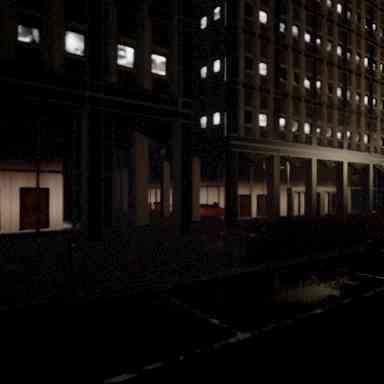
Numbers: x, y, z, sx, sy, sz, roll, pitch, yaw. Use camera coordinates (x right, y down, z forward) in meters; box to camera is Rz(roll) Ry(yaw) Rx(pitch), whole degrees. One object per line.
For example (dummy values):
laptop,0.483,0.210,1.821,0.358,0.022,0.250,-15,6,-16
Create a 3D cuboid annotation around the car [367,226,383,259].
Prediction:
car,7.902,1.600,11.683,4.507,1.381,1.887,0,0,-35
